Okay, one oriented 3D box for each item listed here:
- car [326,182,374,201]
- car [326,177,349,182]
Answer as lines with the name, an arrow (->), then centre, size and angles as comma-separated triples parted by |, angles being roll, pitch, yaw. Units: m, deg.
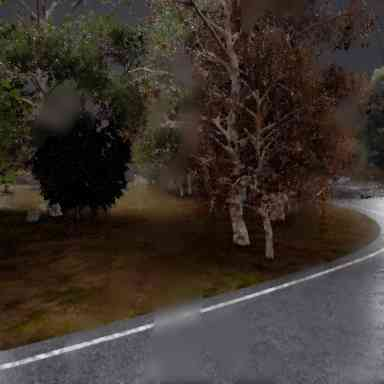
car -> 15.668, 0.044, 33.505 | 1.837, 1.490, 4.892 | -7, 4, -34
car -> 27.858, -2.194, 63.676 | 4.674, 1.442, 1.812 | -4, 3, -15
